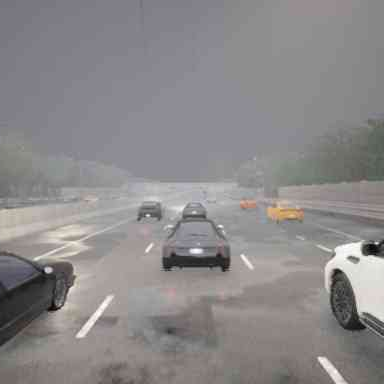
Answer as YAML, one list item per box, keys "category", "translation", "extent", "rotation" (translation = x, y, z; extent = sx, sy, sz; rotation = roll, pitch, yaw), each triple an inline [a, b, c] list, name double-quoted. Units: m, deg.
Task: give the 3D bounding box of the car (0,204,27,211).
- category: "car"
  translation: [-14.012, 1.618, 25.454]
  extent: [1.895, 1.301, 4.718]
  rotation: [0, 0, 0]

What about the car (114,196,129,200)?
- category: "car"
  translation: [-13.514, 1.627, 66.052]
  extent: [1.812, 1.442, 4.674]
  rotation: [0, 0, 1]

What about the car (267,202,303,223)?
- category: "car"
  translation: [7.031, 1.495, 25.600]
  extent: [1.882, 1.535, 5.008]
  rotation: [0, 0, 2]

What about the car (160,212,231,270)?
- category: "car"
  translation: [0.122, 1.566, 10.984]
  extent: [1.994, 1.385, 4.181]
  rotation: [0, 0, 0]

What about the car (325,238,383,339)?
- category: "car"
  translation: [3.503, 1.221, 3.718]
  extent: [2.150, 2.045, 5.566]
  rotation: [0, 0, 0]

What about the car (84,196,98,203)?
- category: "car"
  translation: [-20.487, 1.573, 67.744]
  extent: [1.882, 1.535, 5.008]
  rotation: [0, 0, 1]

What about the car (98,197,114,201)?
- category: "car"
  translation: [-16.987, 1.648, 67.690]
  extent: [1.994, 1.385, 4.181]
  rotation: [0, 0, 1]

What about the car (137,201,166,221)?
- category: "car"
  translation: [-3.301, 1.525, 27.500]
  extent: [1.837, 1.490, 4.892]
  rotation: [0, 0, 0]

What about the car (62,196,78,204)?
- category: "car"
  translation: [-24.017, 1.625, 65.589]
  extent: [2.128, 1.511, 4.902]
  rotation: [0, 0, 1]

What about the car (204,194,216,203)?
- category: "car"
  translation: [4.077, 1.708, 71.887]
  extent: [1.895, 1.301, 4.718]
  rotation: [0, 0, 1]

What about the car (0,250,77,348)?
- category: "car"
  translation: [-3.392, 1.547, 4.676]
  extent: [2.033, 1.411, 5.357]
  rotation: [0, 0, 0]

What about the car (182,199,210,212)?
- category: "car"
  translation: [0.203, 1.586, 28.067]
  extent: [1.994, 1.385, 4.181]
  rotation: [0, 0, 0]

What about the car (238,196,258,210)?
- category: "car"
  translation: [7.307, 1.408, 43.578]
  extent: [2.097, 1.767, 4.553]
  rotation: [0, 0, 1]
